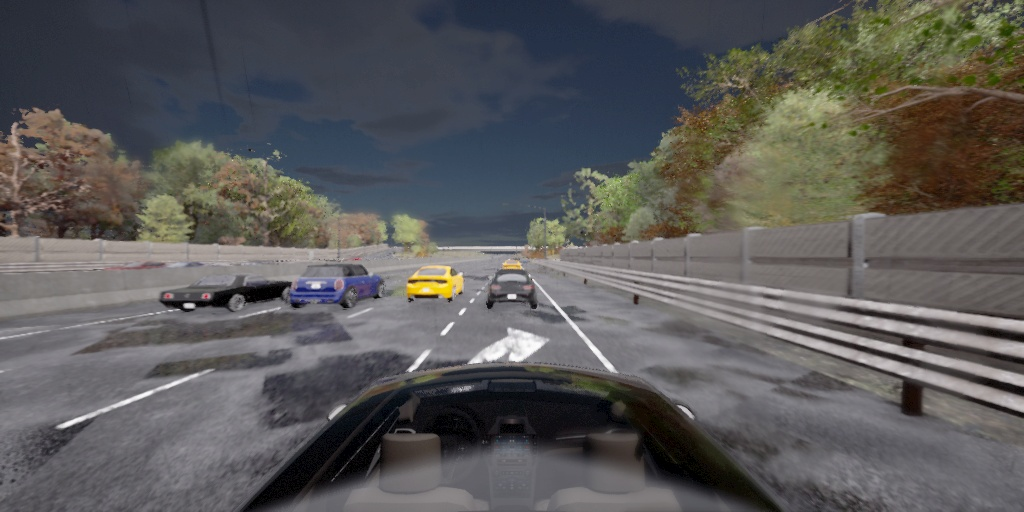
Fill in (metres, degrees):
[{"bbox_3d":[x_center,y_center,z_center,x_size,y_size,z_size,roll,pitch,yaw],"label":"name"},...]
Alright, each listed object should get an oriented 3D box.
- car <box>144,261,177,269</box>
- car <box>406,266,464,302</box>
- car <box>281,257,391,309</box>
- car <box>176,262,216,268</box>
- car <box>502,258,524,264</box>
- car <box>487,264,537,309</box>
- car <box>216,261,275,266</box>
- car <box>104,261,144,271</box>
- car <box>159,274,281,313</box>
[{"bbox_3d":[-28.080,1.215,30.754,1.812,1.442,4.674,0,0,0],"label":"car"},{"bbox_3d":[-3.399,1.191,16.647,1.882,1.535,5.008,0,0,0],"label":"car"},{"bbox_3d":[-6.901,1.069,14.748,2.097,1.767,4.553,0,0,0],"label":"car"},{"bbox_3d":[-24.586,1.292,29.815,1.895,1.301,4.718,0,0,0],"label":"car"},{"bbox_3d":[-0.005,1.165,37.367,1.882,1.535,5.008,0,0,0],"label":"car"},{"bbox_3d":[-0.003,1.244,14.734,1.812,1.442,4.674,0,0,0],"label":"car"},{"bbox_3d":[-21.088,1.183,29.551,2.128,1.511,4.902,0,0,0],"label":"car"},{"bbox_3d":[-31.579,1.167,30.588,1.882,1.535,5.008,0,0,0],"label":"car"},{"bbox_3d":[-10.399,1.320,13.783,1.895,1.301,4.718,0,0,0],"label":"car"}]
